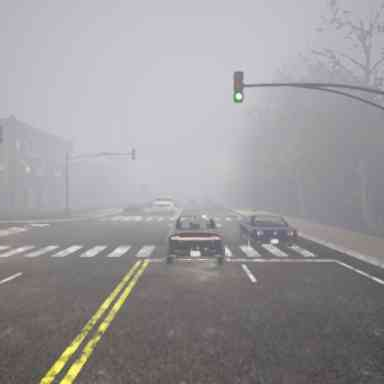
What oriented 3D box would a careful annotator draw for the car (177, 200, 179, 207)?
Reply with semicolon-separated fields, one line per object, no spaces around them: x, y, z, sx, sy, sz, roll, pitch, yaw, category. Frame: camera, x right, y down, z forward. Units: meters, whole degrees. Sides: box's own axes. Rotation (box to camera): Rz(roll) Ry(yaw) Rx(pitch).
-3.284;2.026;58.544;1.895;1.301;4.718;0;0;0;car

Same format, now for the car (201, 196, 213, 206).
3.234;2.037;67.958;2.033;1.411;5.357;0;0;0;car

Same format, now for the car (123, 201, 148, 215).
-6.601;1.879;37.975;1.895;1.301;4.718;0;0;0;car

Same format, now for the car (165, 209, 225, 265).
0.098;1.582;11.992;2.128;1.511;4.902;0;0;0;car

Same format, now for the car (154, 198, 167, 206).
-6.513;2.020;69.067;2.128;1.511;4.902;0;0;0;car

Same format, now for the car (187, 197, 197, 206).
-0.016;1.968;67.958;1.882;1.535;5.008;0;0;0;car

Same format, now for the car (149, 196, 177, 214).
-3.348;1.511;39.377;2.150;2.045;5.566;0;-1;0;car

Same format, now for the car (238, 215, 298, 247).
3.348;1.718;15.659;1.895;1.301;4.718;0;0;0;car

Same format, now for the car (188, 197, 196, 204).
-0.017;1.876;78.377;1.882;1.535;5.008;0;0;0;car
